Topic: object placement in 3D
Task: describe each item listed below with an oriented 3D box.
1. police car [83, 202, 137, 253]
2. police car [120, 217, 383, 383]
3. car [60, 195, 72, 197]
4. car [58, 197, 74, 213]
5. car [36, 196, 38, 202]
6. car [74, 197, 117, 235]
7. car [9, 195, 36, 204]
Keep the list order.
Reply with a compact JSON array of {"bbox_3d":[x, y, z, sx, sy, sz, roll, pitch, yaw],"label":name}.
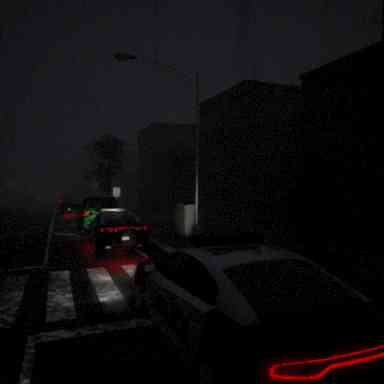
[{"bbox_3d":[-3.327,1.461,14.141,1.930,1.638,5.238,-1,0,-22],"label":"police car"},{"bbox_3d":[0.442,1.405,4.866,1.930,1.638,5.238,-1,0,-22],"label":"police car"},{"bbox_3d":[-19.504,1.542,51.467,2.150,2.045,5.566,-1,0,-22],"label":"car"},{"bbox_3d":[-14.869,1.744,40.101,1.837,1.490,4.892,-1,0,-22],"label":"car"},{"bbox_3d":[-39.930,1.852,78.252,5.566,2.045,2.435,-1,-1,-22],"label":"car"},{"bbox_3d":[-5.555,1.302,19.631,2.150,2.045,5.566,-1,0,-22],"label":"car"},{"bbox_3d":[-38.845,2.073,75.667,4.892,1.521,2.231,-1,0,-22],"label":"car"}]
